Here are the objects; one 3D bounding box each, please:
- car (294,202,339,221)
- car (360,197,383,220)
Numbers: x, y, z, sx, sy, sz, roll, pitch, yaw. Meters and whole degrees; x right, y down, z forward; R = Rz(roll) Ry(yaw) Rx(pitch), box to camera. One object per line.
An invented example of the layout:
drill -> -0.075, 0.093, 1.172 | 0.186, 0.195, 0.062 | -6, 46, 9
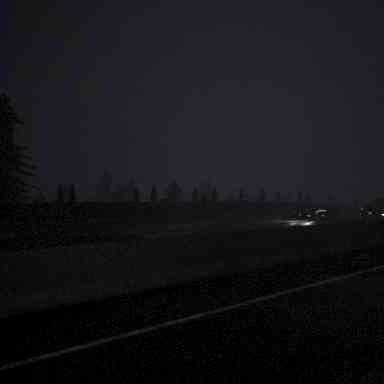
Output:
car -> 11.025, 1.685, 29.264 | 4.892, 1.490, 1.837 | 1, -1, -36
car -> 17.055, 1.489, 29.274 | 5.566, 2.045, 2.150 | 2, -1, -35
